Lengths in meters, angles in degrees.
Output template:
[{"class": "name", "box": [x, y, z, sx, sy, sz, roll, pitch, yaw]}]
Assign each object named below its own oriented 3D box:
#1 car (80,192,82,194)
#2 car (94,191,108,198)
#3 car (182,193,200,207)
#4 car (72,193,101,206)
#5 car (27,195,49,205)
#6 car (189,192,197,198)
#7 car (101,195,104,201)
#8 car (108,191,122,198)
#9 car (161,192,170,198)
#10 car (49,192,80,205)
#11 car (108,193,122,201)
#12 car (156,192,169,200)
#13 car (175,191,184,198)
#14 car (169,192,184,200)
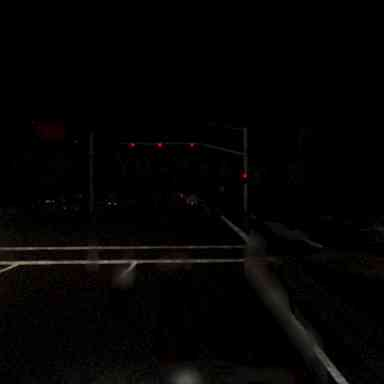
[{"class": "car", "box": [-21.984, 0.882, 64.645, 2.097, 1.767, 4.553, 0, 0, 0]}, {"class": "car", "box": [-21.869, 0.582, 79.969, 1.994, 1.385, 4.181, 0, 0, 1]}, {"class": "car", "box": [0.013, 1.199, 44.505, 1.812, 1.442, 4.674, 0, 0, 0]}, {"class": "car", "box": [-15.066, 1.251, 47.797, 1.895, 1.301, 4.718, 0, 0, 0]}, {"class": "car", "box": [-22.058, 1.190, 48.777, 2.033, 1.411, 5.357, 0, 0, 0]}, {"class": "car", "box": [0.283, 0.791, 85.701, 1.882, 1.535, 5.008, 0, 0, 2]}, {"class": "car", "box": [-18.486, 1.074, 64.497, 2.033, 1.411, 5.357, 0, 0, 0]}, {"class": "car", "box": [-18.370, 0.570, 79.896, 2.033, 1.411, 5.357, 0, 0, 1]}, {"class": "car", "box": [-6.715, 0.837, 85.887, 1.812, 1.442, 4.674, 0, 0, 2]}, {"class": "car", "box": [-18.562, 1.121, 48.755, 1.882, 1.535, 5.008, 0, 1, 0]}, {"class": "car", "box": [-14.993, 1.020, 64.653, 2.128, 1.511, 4.902, 0, 0, 0]}, {"class": "car", "box": [-6.937, 0.983, 75.527, 2.033, 1.411, 5.357, 0, 0, 1]}, {"class": "car", "box": [-3.217, 0.668, 85.763, 2.097, 1.767, 4.553, 0, 0, 2]}, {"class": "car", "box": [-3.433, 0.995, 75.937, 1.994, 1.385, 4.181, 0, 0, 1]}]
